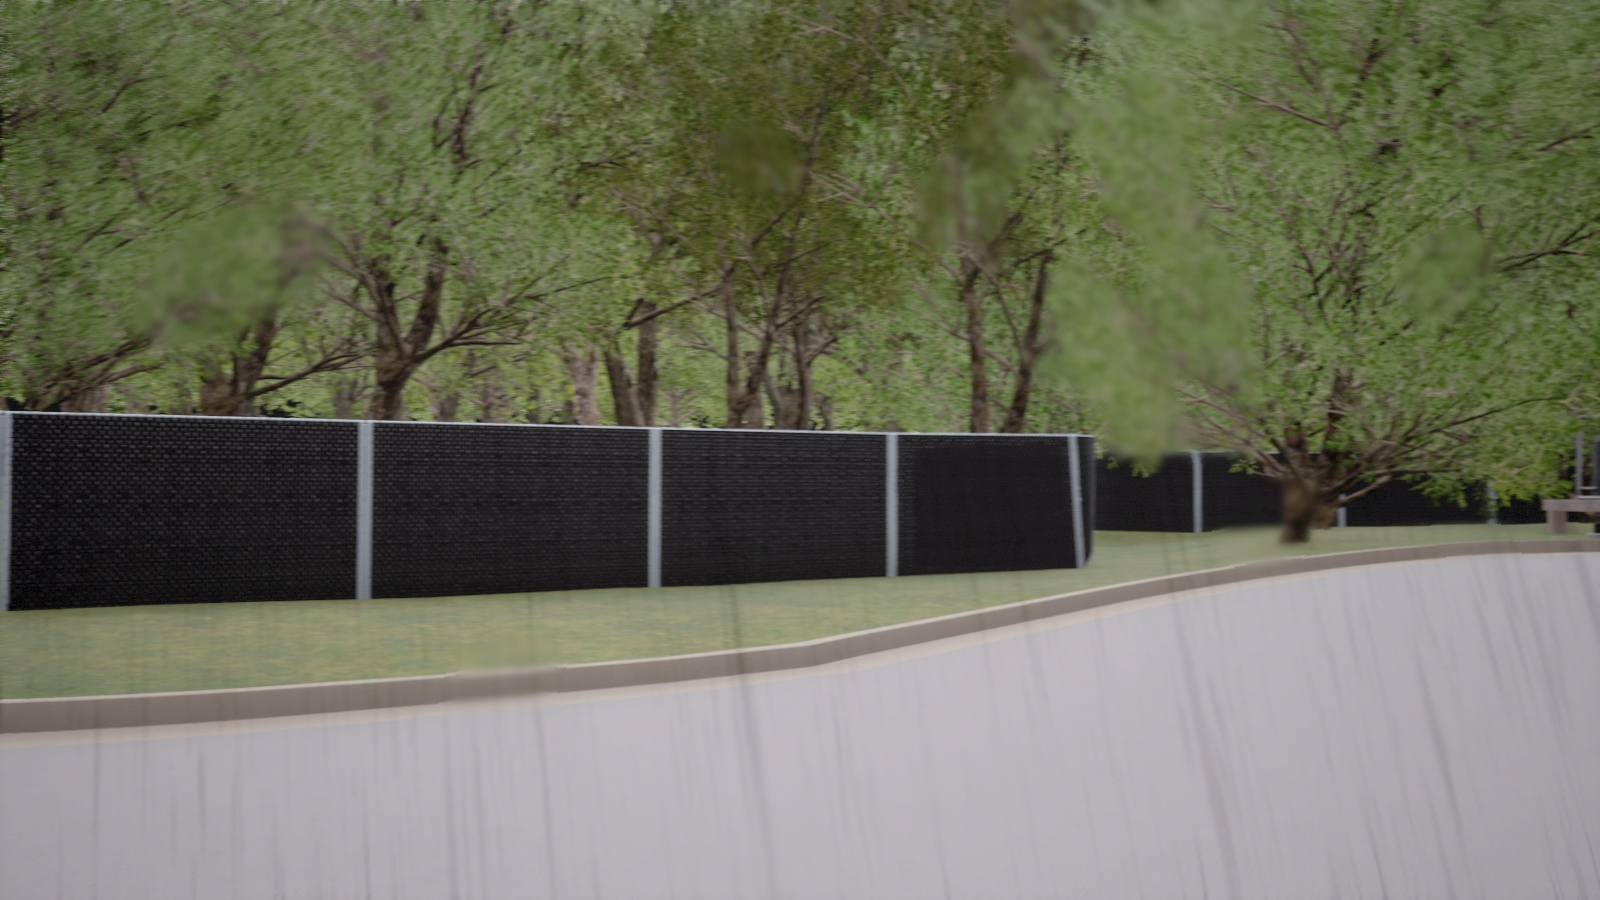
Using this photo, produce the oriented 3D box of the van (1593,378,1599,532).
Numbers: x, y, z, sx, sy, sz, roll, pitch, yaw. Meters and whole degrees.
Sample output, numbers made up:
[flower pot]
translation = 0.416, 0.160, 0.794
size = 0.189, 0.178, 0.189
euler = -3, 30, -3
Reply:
[van]
translation = 7.350, 0.385, 8.138
size = 4.442, 1.987, 1.775
euler = -5, 2, -29
